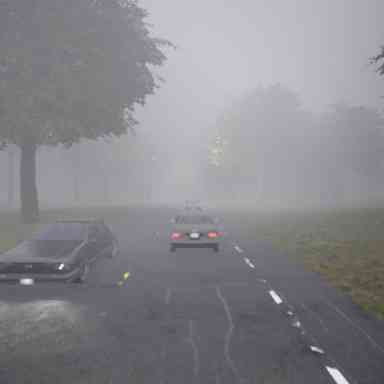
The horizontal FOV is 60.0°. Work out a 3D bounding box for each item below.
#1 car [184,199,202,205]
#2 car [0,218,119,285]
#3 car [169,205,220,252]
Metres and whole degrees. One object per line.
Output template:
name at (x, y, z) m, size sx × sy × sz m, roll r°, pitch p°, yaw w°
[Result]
car at (0.110, 1.389, 35.690) m, size 1.895 × 1.301 × 4.718 m, roll 0°, pitch 0°, yaw 0°
car at (-3.496, 1.497, 9.700) m, size 2.033 × 1.411 × 5.357 m, roll 0°, pitch 0°, yaw 0°
car at (0.091, 1.469, 13.529) m, size 2.033 × 1.411 × 5.357 m, roll 0°, pitch 0°, yaw 0°
